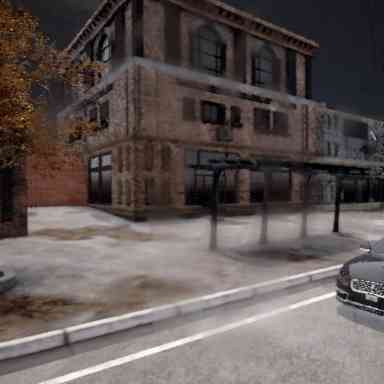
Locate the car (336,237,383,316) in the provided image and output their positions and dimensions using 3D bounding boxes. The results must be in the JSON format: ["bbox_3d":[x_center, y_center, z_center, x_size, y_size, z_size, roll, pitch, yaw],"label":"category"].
[{"bbox_3d":[4.940,1.500,6.899,4.892,1.490,1.837,0,0,-35],"label":"car"}]
